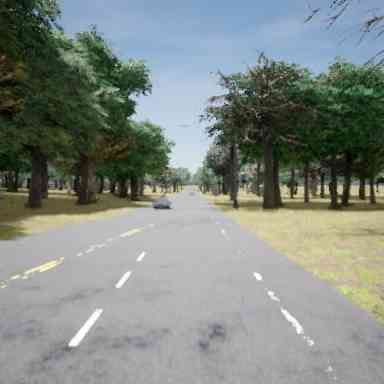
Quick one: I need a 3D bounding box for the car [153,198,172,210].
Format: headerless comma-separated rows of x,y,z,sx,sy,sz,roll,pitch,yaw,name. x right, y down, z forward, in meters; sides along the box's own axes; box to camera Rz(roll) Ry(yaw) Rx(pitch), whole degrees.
-3.524,1.423,40.071,1.994,1.385,4.181,0,0,1,car
